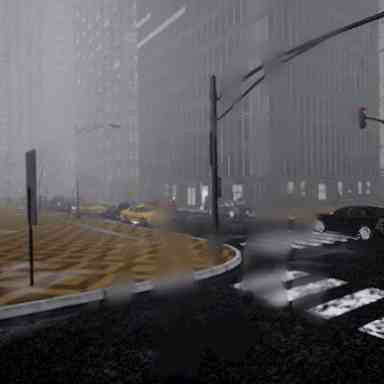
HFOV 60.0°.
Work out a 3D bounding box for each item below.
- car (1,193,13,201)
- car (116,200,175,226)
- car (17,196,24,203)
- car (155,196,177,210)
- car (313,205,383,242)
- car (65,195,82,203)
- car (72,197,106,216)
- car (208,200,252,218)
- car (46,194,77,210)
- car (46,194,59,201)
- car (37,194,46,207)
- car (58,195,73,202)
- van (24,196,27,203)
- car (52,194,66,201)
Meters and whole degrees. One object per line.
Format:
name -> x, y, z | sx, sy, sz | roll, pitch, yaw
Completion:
car -> -45.473, 1.397, 82.193 | 1.887, 1.381, 4.507 | -1, 1, -36
car -> -3.390, 1.499, 23.267 | 1.752, 1.417, 4.829 | -1, 1, -36
car -> -32.523, 1.441, 64.128 | 2.008, 1.369, 4.403 | -1, 1, -36
car -> -3.410, 1.235, 37.138 | 1.967, 1.590, 4.097 | -1, 1, -36
car -> 7.976, 1.383, 16.091 | 1.882, 1.535, 5.008 | 1, 0, -18
car -> -22.881, 1.293, 64.202 | 2.008, 1.369, 4.403 | -1, 1, -36
car -> -9.809, 1.480, 32.342 | 1.752, 1.417, 4.829 | -1, 1, -36
car -> 3.125, 1.362, 28.146 | 2.008, 1.369, 4.403 | -1, 1, -36
car -> -16.336, 1.376, 41.545 | 1.967, 1.590, 4.097 | -1, 1, -36
car -> -32.694, 1.239, 77.889 | 1.752, 1.417, 4.829 | -1, 1, -36
car -> -22.811, 1.358, 50.578 | 1.967, 1.590, 4.097 | -1, 1, -36
car -> -26.119, 1.315, 68.719 | 1.802, 1.307, 4.206 | -1, 1, -36
van -> -26.050, 1.250, 55.093 | 1.690, 1.788, 3.998 | -1, 1, -36
car -> -29.358, 1.164, 73.234 | 1.967, 1.590, 4.097 | -1, 1, -36
